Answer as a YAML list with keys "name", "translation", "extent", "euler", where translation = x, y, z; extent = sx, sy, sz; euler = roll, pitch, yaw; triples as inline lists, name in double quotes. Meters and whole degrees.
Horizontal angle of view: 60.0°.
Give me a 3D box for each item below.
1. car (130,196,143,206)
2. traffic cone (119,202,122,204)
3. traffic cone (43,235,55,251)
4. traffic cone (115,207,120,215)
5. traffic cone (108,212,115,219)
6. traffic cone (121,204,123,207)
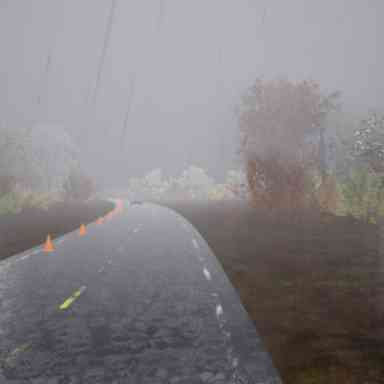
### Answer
- name: "car"
  translation: [-9.127, 1.437, 54.381]
  extent: [2.033, 1.411, 5.357]
  euler: [0, 0, -13]
- name: "traffic cone"
  translation: [-8.996, 1.871, 42.133]
  extent: [0.340, 0.580, 0.340]
  euler: [0, 0, -10]
- name: "traffic cone"
  translation: [-5.474, 1.935, 12.696]
  extent: [0.340, 0.580, 0.340]
  euler: [0, 0, -3]
- name: "traffic cone"
  translation: [-7.417, 1.892, 32.372]
  extent: [0.340, 0.580, 0.340]
  euler: [0, 0, -8]
- name: "traffic cone"
  translation: [-6.779, 1.902, 27.469]
  extent: [0.340, 0.580, 0.340]
  euler: [0, 0, -7]
- name: "traffic cone"
  translation: [-8.156, 1.881, 37.261]
  extent: [0.340, 0.580, 0.340]
  euler: [0, 0, -9]
